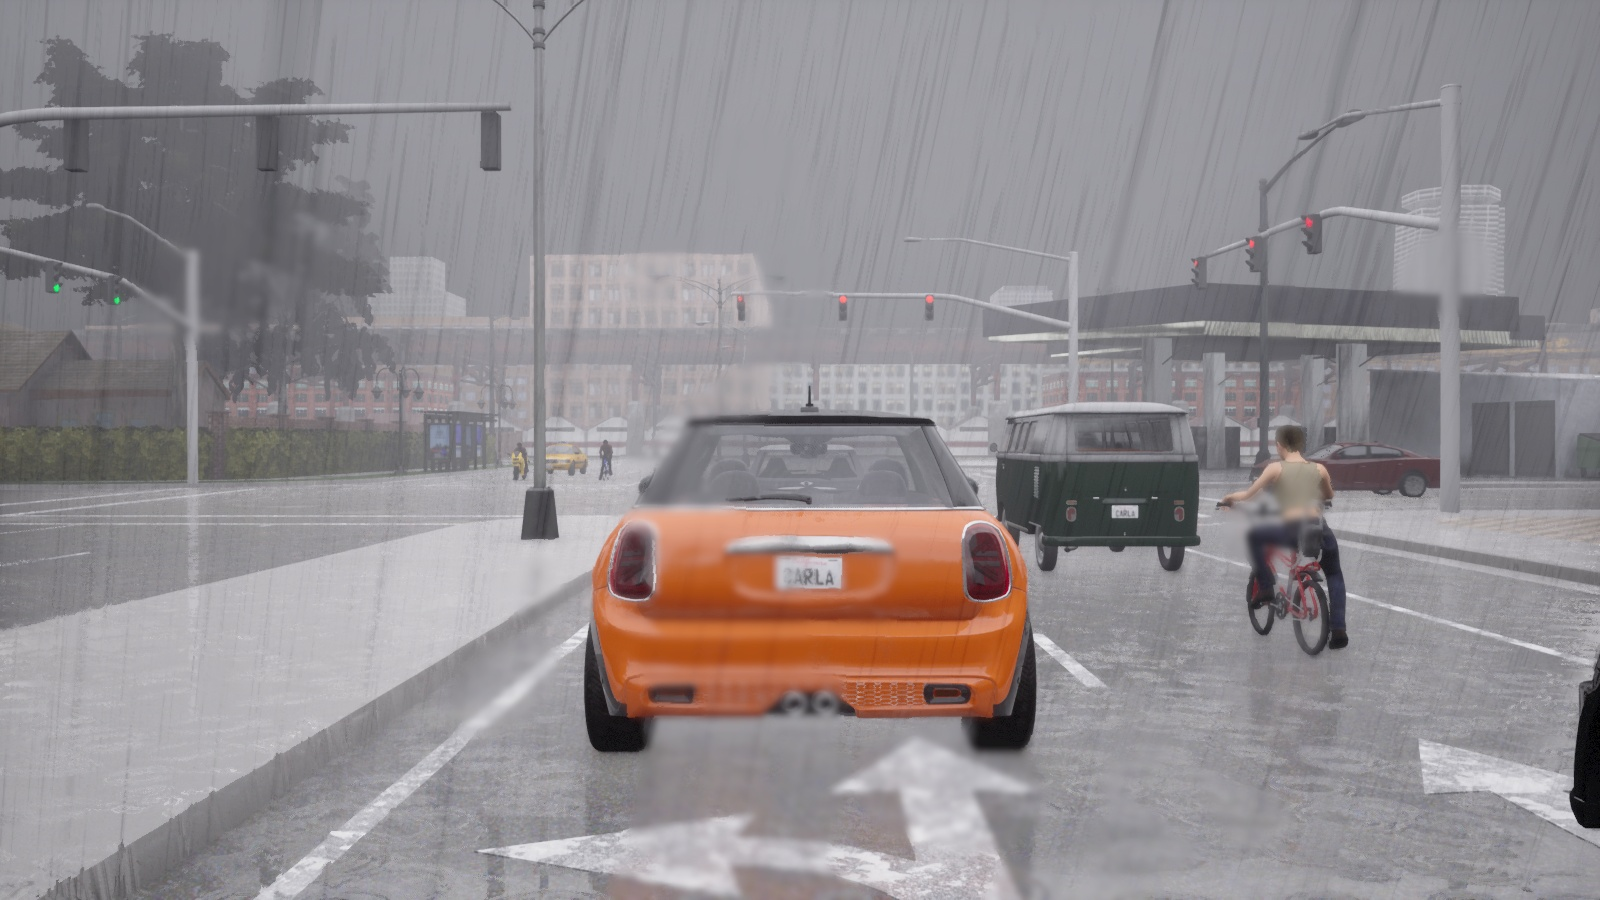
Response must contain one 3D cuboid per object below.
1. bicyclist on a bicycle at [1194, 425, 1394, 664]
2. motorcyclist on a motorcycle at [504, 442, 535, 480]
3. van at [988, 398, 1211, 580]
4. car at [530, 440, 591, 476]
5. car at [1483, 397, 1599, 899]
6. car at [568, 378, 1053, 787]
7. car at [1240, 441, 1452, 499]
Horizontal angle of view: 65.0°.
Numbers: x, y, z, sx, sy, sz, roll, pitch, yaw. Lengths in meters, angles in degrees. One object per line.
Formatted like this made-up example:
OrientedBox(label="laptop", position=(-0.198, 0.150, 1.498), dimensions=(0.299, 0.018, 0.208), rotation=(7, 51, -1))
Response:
OrientedBox(label="bicyclist on a bicycle", position=(3.563, 0.633, 9.213), dimensions=(0.866, 1.612, 1.509), rotation=(0, 0, 0))
OrientedBox(label="motorcyclist on a motorcycle", position=(-11.245, 0.433, 50.464), dimensions=(0.797, 1.523, 2.044), rotation=(0, 0, 0))
OrientedBox(label="van", position=(3.597, 0.412, 15.917), dimensions=(1.775, 1.987, 4.442), rotation=(0, 0, 0))
OrientedBox(label="car", position=(-11.185, 0.341, 59.029), dimensions=(1.801, 1.575, 5.366), rotation=(0, 0, 0))
OrientedBox(label="car", position=(3.526, 0.667, 2.216), dimensions=(2.033, 1.649, 4.856), rotation=(0, 0, 1))
OrientedBox(label="car", position=(0.054, 0.561, 7.704), dimensions=(2.097, 1.767, 4.553), rotation=(0, 0, 0))
OrientedBox(label="car", position=(14.975, 0.539, 34.623), dimensions=(5.008, 1.535, 1.882), rotation=(0, 0, -1))
